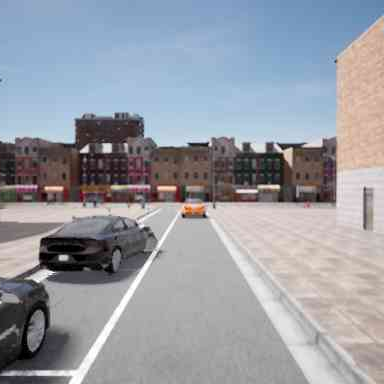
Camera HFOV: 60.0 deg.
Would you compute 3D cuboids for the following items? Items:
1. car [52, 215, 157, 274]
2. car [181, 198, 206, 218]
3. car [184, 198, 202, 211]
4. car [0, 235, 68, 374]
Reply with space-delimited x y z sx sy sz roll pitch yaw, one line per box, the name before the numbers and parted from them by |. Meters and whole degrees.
car | -2.710 1.461 10.622 1.882 1.535 5.008 0 0 11
car | 0.098 1.312 29.861 2.097 1.767 4.553 0 0 -2
car | 0.162 1.476 40.359 1.812 1.442 4.674 0 0 5
car | -3.019 1.499 3.072 1.837 1.490 4.892 0 0 0
